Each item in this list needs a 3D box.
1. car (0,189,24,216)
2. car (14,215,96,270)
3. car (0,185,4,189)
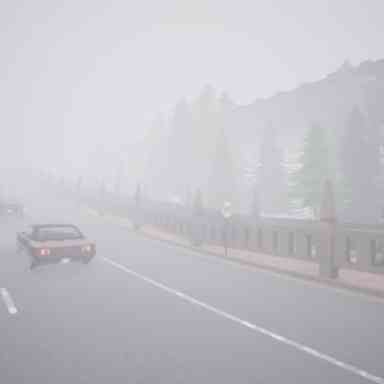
[{"bbox_3d":[-13.518,0.930,24.211,1.882,1.535,5.008,2,3,-34],"label":"car"},{"bbox_3d":[-5.108,1.775,12.022,1.895,1.301,4.718,2,0,-34],"label":"car"},{"bbox_3d":[-20.494,-0.190,34.308,2.033,1.411,5.357,2,5,-34],"label":"car"}]
